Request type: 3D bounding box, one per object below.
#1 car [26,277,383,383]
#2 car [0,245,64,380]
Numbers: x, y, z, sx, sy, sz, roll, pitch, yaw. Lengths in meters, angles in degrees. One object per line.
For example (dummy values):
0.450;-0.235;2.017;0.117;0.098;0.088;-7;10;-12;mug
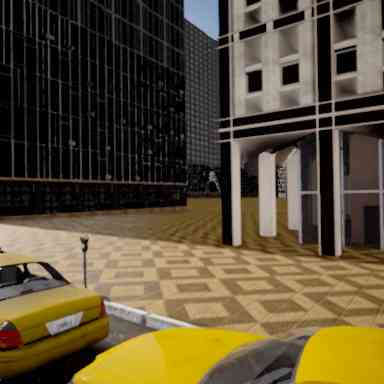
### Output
1.101;1.526;2.103;4.829;1.417;1.752;0;-1;36;car
-3.395;1.538;5.311;4.829;1.417;1.752;0;-1;36;car
